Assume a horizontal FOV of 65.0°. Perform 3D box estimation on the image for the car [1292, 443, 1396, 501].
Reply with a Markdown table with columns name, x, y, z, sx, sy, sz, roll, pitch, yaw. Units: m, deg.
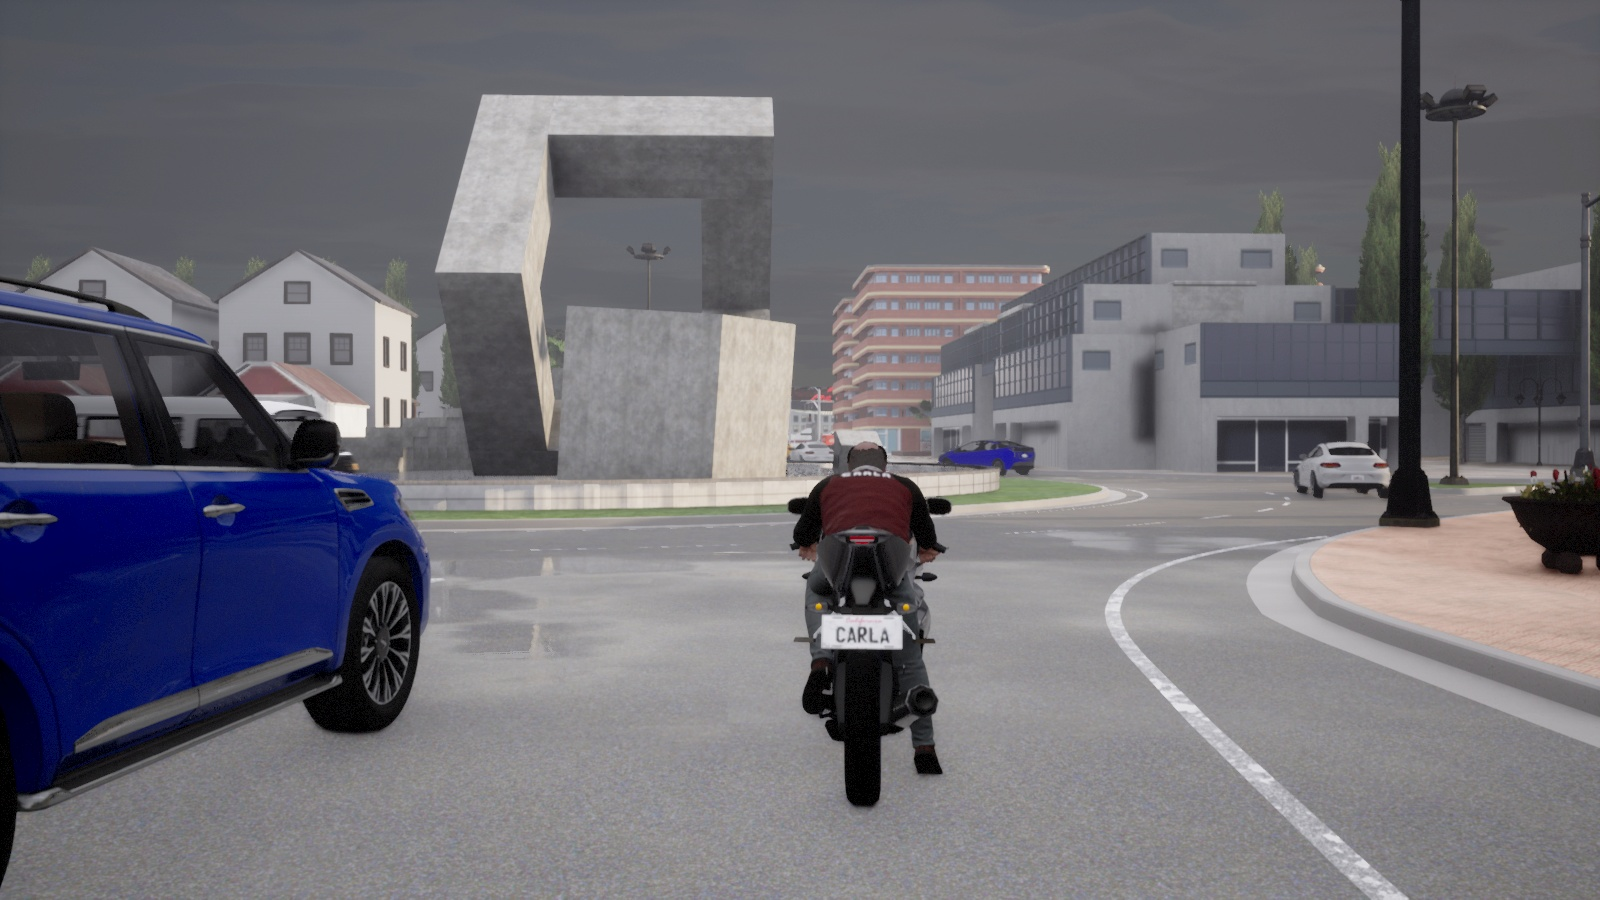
| name | x | y | z | sx | sy | sz | roll | pitch | yaw |
| --- | --- | --- | --- | --- | --- | --- | --- | --- | --- |
| car | 14.606 | 0.535 | 33.945 | 1.812 | 1.442 | 4.674 | 0 | 0 | 14 |

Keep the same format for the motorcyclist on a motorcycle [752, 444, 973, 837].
| name | x | y | z | sx | sy | sz | roll | pitch | yaw |
| --- | --- | --- | --- | --- | --- | --- | --- | --- | --- |
| motorcyclist on a motorcycle | 0.321 | 0.738 | 6.023 | 0.866 | 1.530 | 2.191 | 0 | 0 | 4 |

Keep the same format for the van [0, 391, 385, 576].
| name | x | y | z | sx | sy | sz | roll | pitch | yaw |
| --- | --- | --- | --- | --- | --- | --- | --- | --- | --- |
| van | -7.538 | 0.355 | 14.958 | 4.480 | 2.038 | 2.069 | 0 | 1 | 1 |

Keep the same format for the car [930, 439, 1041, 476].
| name | x | y | z | sx | sy | sz | roll | pitch | yaw |
| --- | --- | --- | --- | --- | --- | --- | --- | --- | --- |
| car | 8.036 | 0.300 | 54.715 | 2.007 | 1.525 | 4.514 | 0 | 1 | -42 |

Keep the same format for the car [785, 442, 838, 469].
| name | x | y | z | sx | sy | sz | roll | pitch | yaw |
| --- | --- | --- | --- | --- | --- | --- | --- | --- | --- |
| car | 0.598 | 0.270 | 68.947 | 1.812 | 1.442 | 4.674 | 0 | 0 | -13 |

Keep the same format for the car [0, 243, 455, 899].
| name | x | y | z | sx | sy | sz | roll | pitch | yaw |
| --- | --- | --- | --- | --- | --- | --- | --- | --- | --- |
| car | -3.274 | 0.428 | 4.770 | 2.150 | 2.045 | 5.566 | 0 | 0 | 3 |
